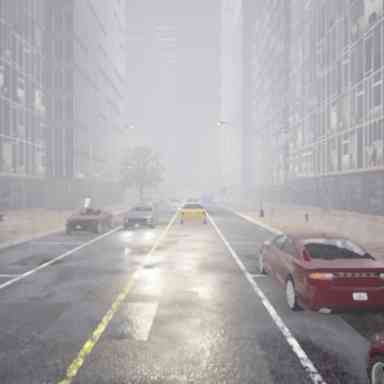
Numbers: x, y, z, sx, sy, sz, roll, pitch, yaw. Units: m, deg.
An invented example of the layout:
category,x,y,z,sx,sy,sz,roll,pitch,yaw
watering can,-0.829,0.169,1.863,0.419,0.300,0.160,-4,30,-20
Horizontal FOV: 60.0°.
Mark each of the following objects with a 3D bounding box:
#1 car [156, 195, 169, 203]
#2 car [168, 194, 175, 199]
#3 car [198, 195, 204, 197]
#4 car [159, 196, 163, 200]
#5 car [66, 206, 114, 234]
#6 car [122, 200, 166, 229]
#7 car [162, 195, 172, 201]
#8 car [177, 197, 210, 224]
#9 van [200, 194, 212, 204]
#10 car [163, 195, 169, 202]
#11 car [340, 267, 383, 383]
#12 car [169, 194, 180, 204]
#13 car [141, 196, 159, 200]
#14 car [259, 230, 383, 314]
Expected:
category,x,y,z,sx,sy,sz,roll,pitch,yaw
car,-5.698,1.383,64.478,2.008,1.369,4.403,0,0,0
car,-5.700,1.291,92.941,1.802,1.307,4.206,0,0,0
car,0.095,1.450,41.979,2.033,1.411,5.357,0,0,0
car,-5.697,1.327,47.401,1.967,1.590,4.097,0,0,0
car,-5.694,1.508,18.939,1.887,1.381,4.507,0,0,0
car,-3.101,1.505,21.446,2.033,1.411,5.357,0,0,0
car,-5.699,1.368,75.863,1.802,1.307,4.206,0,0,0
car,0.097,1.406,24.171,1.801,1.575,5.366,0,0,0
van,2.683,1.193,58.782,1.690,1.788,3.998,0,0,0
car,-5.698,1.403,58.786,2.008,1.369,4.403,0,0,0
car,2.688,1.579,1.855,1.802,1.307,4.206,0,0,0
car,-3.035,1.390,61.470,2.033,1.411,5.357,0,0,1
car,-5.696,1.343,41.708,1.967,1.590,4.097,0,0,0
car,2.687,1.531,7.549,1.887,1.381,4.507,0,0,0
